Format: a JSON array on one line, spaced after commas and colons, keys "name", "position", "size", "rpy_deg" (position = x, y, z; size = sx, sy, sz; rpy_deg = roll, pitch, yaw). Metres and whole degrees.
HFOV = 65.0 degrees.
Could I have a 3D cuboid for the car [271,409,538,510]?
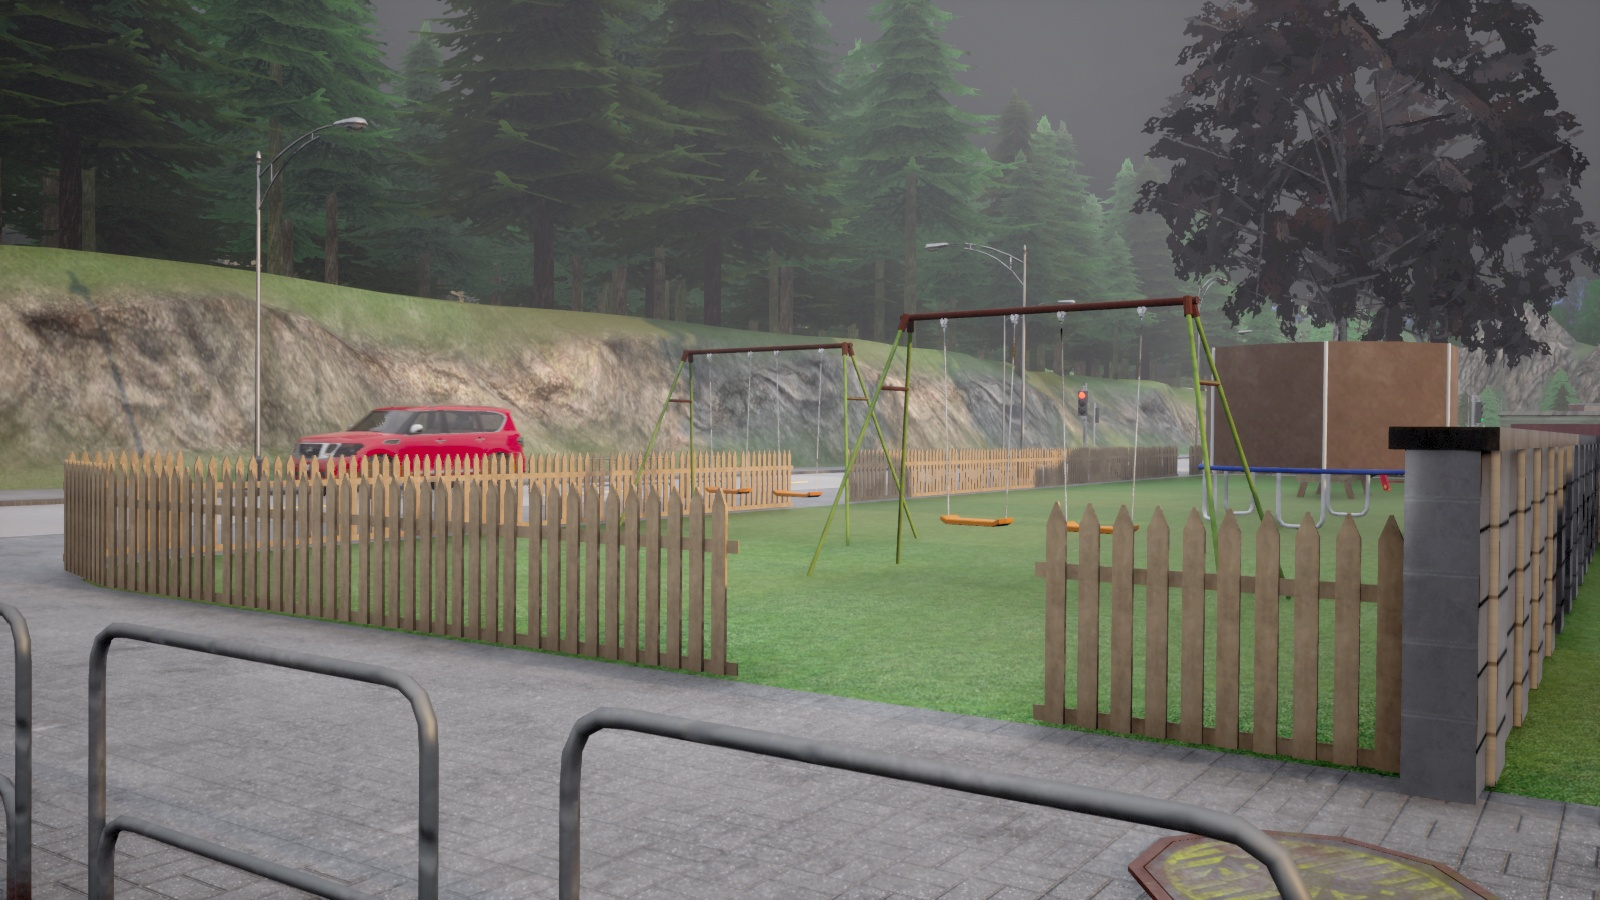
[{"name": "car", "position": [-8.689, 0.144, 28.183], "size": [2.150, 2.045, 5.566], "rpy_deg": [0, 1, 34]}]
